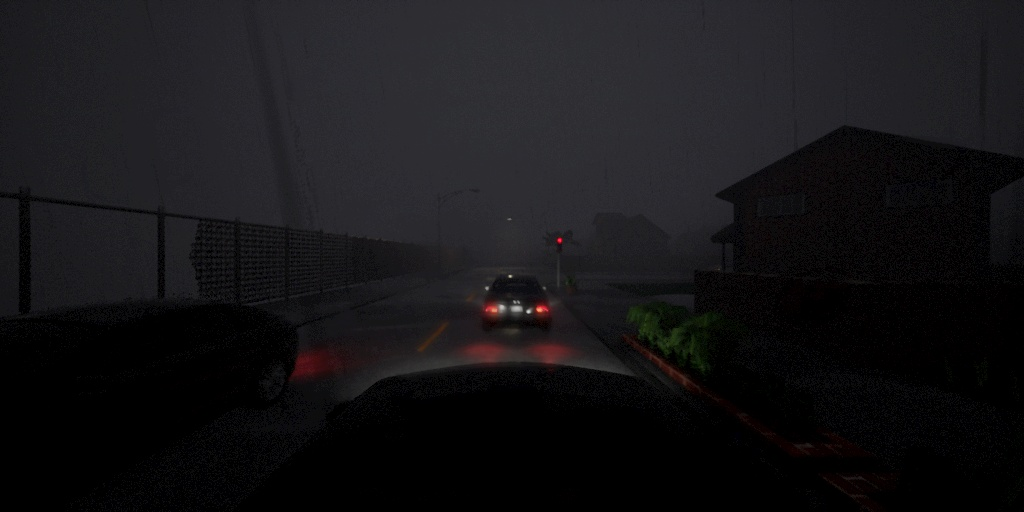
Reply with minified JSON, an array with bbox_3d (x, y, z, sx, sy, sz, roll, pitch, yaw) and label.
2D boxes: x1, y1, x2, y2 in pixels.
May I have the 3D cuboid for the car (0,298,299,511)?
[{"bbox_3d":[-4.089,1.254,3.376,1.837,1.490,4.892,0,0,0],"label":"car"}]

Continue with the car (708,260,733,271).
[{"bbox_3d":[19.799,1.271,31.615,4.674,1.442,1.812,0,0,1],"label":"car"}]

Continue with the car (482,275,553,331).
[{"bbox_3d":[0.126,1.296,10.896,2.033,1.411,5.357,0,0,0],"label":"car"}]
